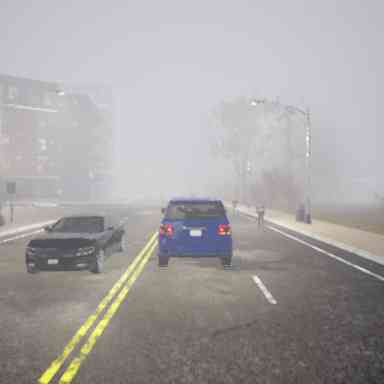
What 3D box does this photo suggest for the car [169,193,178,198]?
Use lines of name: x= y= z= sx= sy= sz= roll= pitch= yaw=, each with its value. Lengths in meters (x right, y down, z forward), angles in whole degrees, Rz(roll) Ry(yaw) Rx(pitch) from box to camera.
car: x=-5.228 y=0.934 z=91.290 sx=2.128 sy=1.511 sz=4.902 roll=0 pitch=0 yaw=-7

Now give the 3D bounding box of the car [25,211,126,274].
car: x=-3.364 y=1.403 z=10.517 sx=1.882 sy=1.535 sz=5.008 roll=0 pitch=0 yaw=0

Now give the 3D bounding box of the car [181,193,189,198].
car: x=-2.050 y=0.940 z=92.078 sx=1.812 sy=1.442 sz=4.674 roll=0 pitch=0 yaw=-7

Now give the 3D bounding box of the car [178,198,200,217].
car: x=-0.316 y=1.351 z=30.010 sx=1.812 sy=1.442 sz=4.674 roll=0 pitch=0 yaw=-2

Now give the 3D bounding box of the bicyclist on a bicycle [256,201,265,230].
bicyclist on a bicycle: x=4.013 y=1.359 z=19.473 sx=0.582 sy=1.620 sz=1.656 roll=0 pitch=0 yaw=-1

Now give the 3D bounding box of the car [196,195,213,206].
car: x=1.897 y=1.254 z=50.993 sx=2.033 sy=1.411 sz=5.357 roll=0 pitch=0 yaw=-4

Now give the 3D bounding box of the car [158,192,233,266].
car: x=0.080 y=1.157 z=11.433 sx=2.150 sy=2.045 sz=5.566 roll=0 pitch=0 yaw=0

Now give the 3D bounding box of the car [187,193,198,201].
car: x=0.008 y=1.032 z=73.487 sx=1.882 sy=1.535 sz=5.008 roll=0 pitch=0 yaw=-6

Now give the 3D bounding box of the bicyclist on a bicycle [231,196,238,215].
bicyclist on a bicycle: x=3.755 y=1.217 z=29.364 sx=0.659 sy=1.776 sz=1.843 roll=0 pitch=1 yaw=-2

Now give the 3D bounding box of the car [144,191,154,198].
car: x=-11.317 y=0.642 z=87.549 sx=2.150 sy=2.045 sz=5.566 roll=0 pitch=0 yaw=-7
